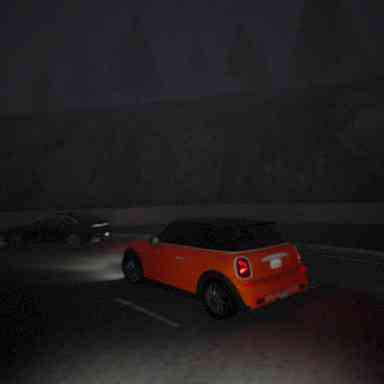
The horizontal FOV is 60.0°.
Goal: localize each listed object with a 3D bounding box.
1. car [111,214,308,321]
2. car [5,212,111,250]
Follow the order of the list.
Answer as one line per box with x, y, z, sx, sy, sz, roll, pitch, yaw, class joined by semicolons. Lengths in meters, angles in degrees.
0.193;1.345;7.650;2.097;1.767;4.553;-2;0;-38;car
-6.010;1.682;14.970;4.902;1.511;2.128;-2;0;15;car
